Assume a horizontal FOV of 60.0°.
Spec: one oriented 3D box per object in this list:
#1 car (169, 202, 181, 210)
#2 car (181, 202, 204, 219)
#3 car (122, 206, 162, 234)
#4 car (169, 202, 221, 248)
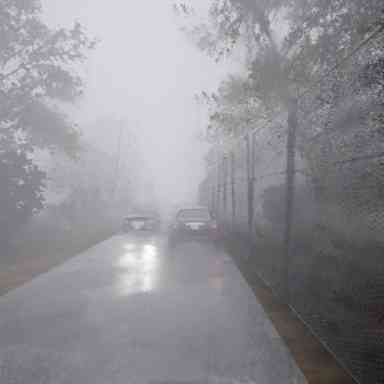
[{"bbox_3d":[-3.047,2.482,60.375,1.812,1.442,4.674,0,-2,0],"label":"car"},{"bbox_3d":[0.021,1.789,33.106,2.128,1.511,4.902,0,-1,0],"label":"car"},{"bbox_3d":[-2.876,1.603,19.913,2.128,1.511,4.902,0,-1,0],"label":"car"},{"bbox_3d":[0.101,1.412,15.179,2.097,1.767,4.553,-1,0,0],"label":"car"}]
